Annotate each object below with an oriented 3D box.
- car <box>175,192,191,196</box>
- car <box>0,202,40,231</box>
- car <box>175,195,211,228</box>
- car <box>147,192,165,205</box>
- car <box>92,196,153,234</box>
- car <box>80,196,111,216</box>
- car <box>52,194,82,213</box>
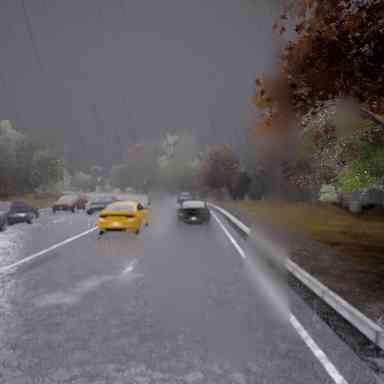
[{"bbox_3d":[-1.014,0.738,41.472,2.128,1.511,4.902,0,1,-7],"label":"car"},{"bbox_3d":[-10.519,1.263,18.732,2.033,1.411,5.357,0,1,0],"label":"car"},{"bbox_3d":[0.095,1.170,19.764,1.882,1.535,5.008,0,1,0],"label":"car"},{"bbox_3d":[-4.487,0.734,41.241,1.837,1.490,4.892,1,1,-7],"label":"car"},{"bbox_3d":[-3.413,1.223,17.356,1.882,1.535,5.008,0,1,0],"label":"car"},{"bbox_3d":[-7.078,1.073,27.299,2.033,1.411,5.357,0,1,0],"label":"car"},{"bbox_3d":[-10.581,0.957,29.205,1.882,1.535,5.008,0,1,-1],"label":"car"}]
